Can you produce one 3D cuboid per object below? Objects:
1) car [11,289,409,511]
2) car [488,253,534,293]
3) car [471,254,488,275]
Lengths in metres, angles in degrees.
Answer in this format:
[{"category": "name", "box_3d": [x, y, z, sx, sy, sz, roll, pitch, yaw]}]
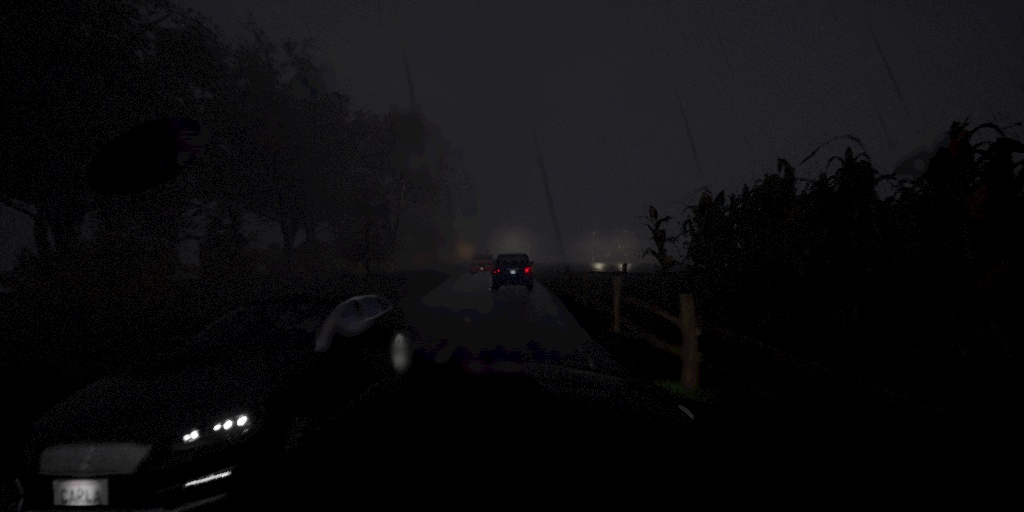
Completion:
[{"category": "car", "box_3d": [-2.817, 1.263, 4.784, 2.128, 1.511, 4.902, -1, 0, 0]}, {"category": "car", "box_3d": [0.068, 0.843, 20.123, 2.150, 2.045, 5.566, -1, 1, 0]}, {"category": "car", "box_3d": [-2.783, 0.776, 35.512, 2.150, 2.045, 5.566, -1, 0, 0]}]
